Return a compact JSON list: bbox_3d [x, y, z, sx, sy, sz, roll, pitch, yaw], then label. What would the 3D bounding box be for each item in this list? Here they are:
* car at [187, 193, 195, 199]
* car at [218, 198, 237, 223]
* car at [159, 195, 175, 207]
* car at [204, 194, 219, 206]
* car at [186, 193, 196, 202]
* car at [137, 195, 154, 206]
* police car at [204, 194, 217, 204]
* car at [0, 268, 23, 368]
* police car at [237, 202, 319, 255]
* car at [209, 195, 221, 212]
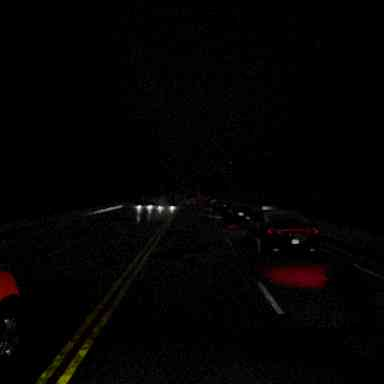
[{"bbox_3d":[-0.205,0.933,82.878,1.837,1.490,4.892,0,0,0],"label":"car"},{"bbox_3d":[3.192,1.392,23.852,1.994,1.385,4.181,0,0,0],"label":"car"},{"bbox_3d":[-3.445,1.171,46.120,1.882,1.535,5.008,0,0,0],"label":"car"},{"bbox_3d":[3.137,1.128,45.852,2.033,1.649,4.856,0,0,0],"label":"car"},{"bbox_3d":[-0.163,1.104,66.143,2.128,1.511,4.902,0,0,0],"label":"car"},{"bbox_3d":[-6.695,1.208,48.117,1.812,1.442,4.674,0,0,0],"label":"car"},{"bbox_3d":[3.110,1.150,56.854,2.038,1.542,4.974,0,0,0],"label":"police car"},{"bbox_3d":[-3.355,1.330,2.627,2.097,1.767,4.553,0,0,0],"label":"car"},{"bbox_3d":[3.220,1.327,12.960,1.930,1.638,5.238,0,0,0],"label":"police car"},{"bbox_3d":[3.165,1.324,34.852,1.994,1.385,4.181,0,0,0],"label":"car"}]
